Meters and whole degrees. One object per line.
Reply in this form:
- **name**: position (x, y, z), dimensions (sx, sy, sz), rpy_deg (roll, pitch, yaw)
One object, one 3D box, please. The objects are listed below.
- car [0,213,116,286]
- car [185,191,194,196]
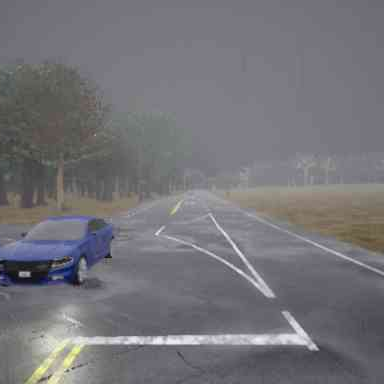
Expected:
- **car**: position (-3.535, 1.432, 9.505), dimensions (1.882, 1.535, 5.008), rpy_deg (0, 1, 0)
- **car**: position (-0.608, 0.323, 91.314), dimensions (1.812, 1.442, 4.674), rpy_deg (0, 1, 6)
